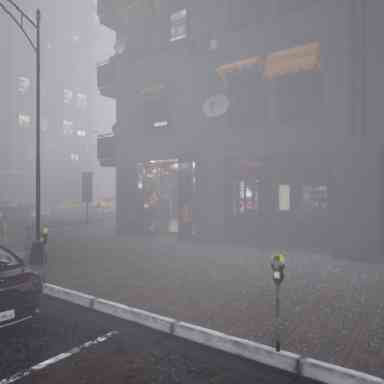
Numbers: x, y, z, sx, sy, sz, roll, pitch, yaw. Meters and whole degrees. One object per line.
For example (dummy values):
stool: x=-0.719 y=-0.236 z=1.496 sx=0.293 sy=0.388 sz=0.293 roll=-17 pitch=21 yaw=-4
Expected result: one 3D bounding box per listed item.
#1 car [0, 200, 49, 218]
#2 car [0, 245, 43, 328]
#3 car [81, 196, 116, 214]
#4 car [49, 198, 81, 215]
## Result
car: x=-14.033 y=1.350 z=26.064 sx=2.008 sy=1.369 sz=4.403 roll=1 pitch=1 yaw=35
car: x=-4.465 y=1.551 z=6.056 sx=4.403 sy=1.369 sz=2.008 roll=0 pitch=0 yaw=35
car: x=-7.396 y=1.167 z=31.069 sx=1.882 sy=1.535 sz=5.008 roll=0 pitch=1 yaw=35
car: x=-10.944 y=1.250 z=30.490 sx=1.752 sy=1.417 sz=4.829 roll=1 pitch=1 yaw=35
